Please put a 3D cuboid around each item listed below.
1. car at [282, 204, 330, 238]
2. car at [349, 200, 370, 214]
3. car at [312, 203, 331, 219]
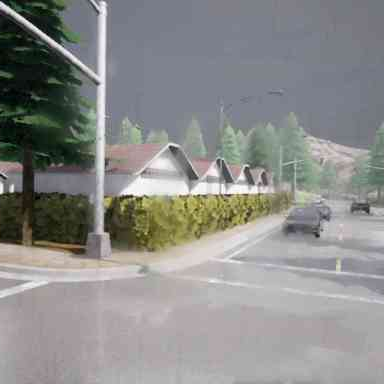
[{"bbox_3d":[6.433,1.616,18.883,2.033,1.411,5.357,1,0,25],"label":"car"},{"bbox_3d":[19.258,1.650,38.231,1.837,1.490,4.892,1,0,23],"label":"car"},{"bbox_3d":[10.566,1.637,27.898,1.994,1.385,4.181,1,0,25],"label":"car"}]
